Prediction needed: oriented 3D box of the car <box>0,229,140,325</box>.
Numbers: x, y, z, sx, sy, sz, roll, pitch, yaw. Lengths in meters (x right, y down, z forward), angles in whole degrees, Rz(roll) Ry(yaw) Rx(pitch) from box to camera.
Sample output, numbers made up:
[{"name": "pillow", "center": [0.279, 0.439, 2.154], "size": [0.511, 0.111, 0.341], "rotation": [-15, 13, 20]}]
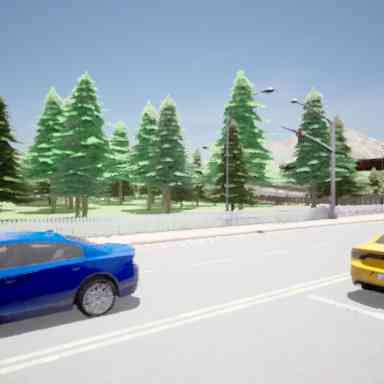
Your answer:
[{"name": "car", "center": [-3.382, 1.479, 5.881], "size": [5.008, 1.535, 1.882], "rotation": [0, 0, -35]}]

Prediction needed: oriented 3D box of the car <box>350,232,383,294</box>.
[{"name": "car", "center": [5.739, 1.501, 7.842], "size": [5.008, 1.535, 1.882], "rotation": [0, 0, -35]}]
